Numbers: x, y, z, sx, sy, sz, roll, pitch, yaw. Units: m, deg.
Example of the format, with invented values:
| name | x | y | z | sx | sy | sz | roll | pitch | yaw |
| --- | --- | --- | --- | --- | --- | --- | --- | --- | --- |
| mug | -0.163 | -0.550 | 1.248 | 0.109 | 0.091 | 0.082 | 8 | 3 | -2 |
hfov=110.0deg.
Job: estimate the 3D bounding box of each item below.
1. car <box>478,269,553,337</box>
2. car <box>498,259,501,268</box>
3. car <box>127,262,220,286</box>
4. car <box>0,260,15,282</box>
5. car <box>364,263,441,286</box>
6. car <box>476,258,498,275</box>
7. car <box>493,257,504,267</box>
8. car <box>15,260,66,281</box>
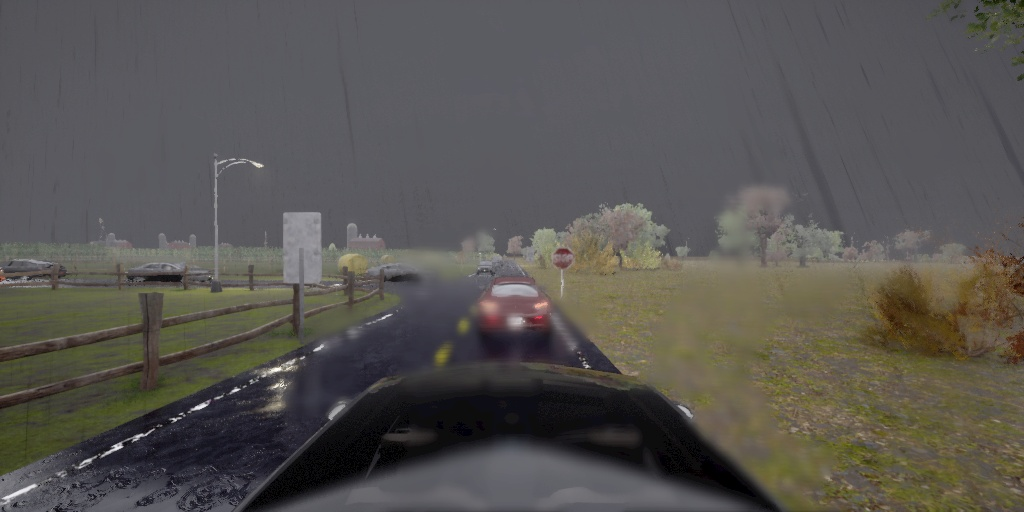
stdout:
| name | x | y | z | sx | sy | sz | roll | pitch | yaw |
| --- | --- | --- | --- | --- | --- | --- | --- | --- | --- |
| car | 0.053 | 1.275 | 10.153 | 1.812 | 1.442 | 4.674 | 0 | 0 | -1 |
| car | -2.901 | 1.378 | 49.517 | 1.895 | 1.301 | 4.718 | 0 | 0 | 0 |
| car | -21.390 | 1.123 | 22.810 | 4.902 | 1.511 | 2.128 | 0 | 1 | -1 |
| car | -35.314 | 0.887 | 22.659 | 4.553 | 1.767 | 2.097 | 0 | 1 | -1 |
| car | -7.298 | 1.209 | 24.119 | 4.902 | 1.511 | 2.128 | 0 | 1 | -18 |
| car | -2.891 | 1.272 | 40.250 | 1.837 | 1.490 | 4.892 | 0 | 0 | 0 |
| car | -2.872 | 1.355 | 59.529 | 1.994 | 1.385 | 4.181 | 0 | 0 | 0 |
| car | -35.034 | 1.012 | 25.604 | 4.892 | 1.490 | 1.837 | 0 | 1 | -1 |
